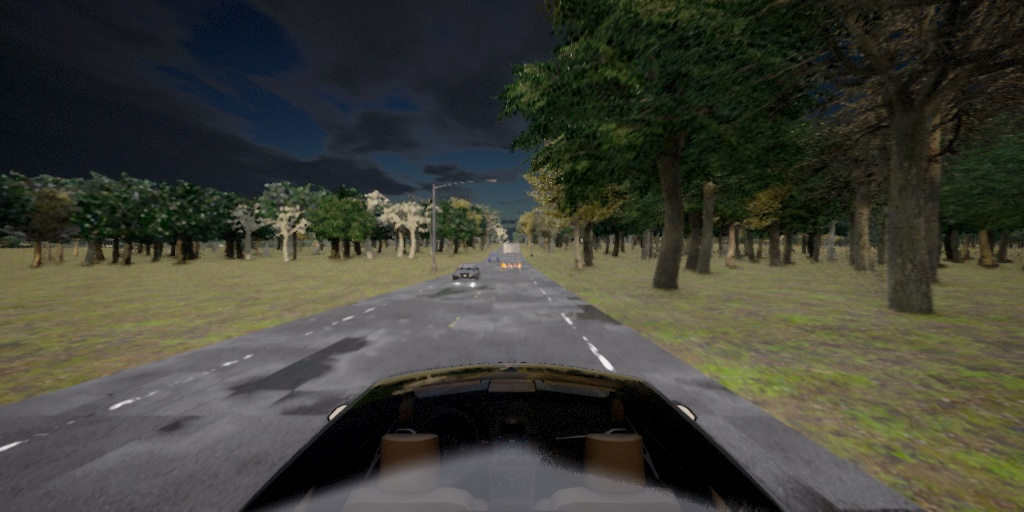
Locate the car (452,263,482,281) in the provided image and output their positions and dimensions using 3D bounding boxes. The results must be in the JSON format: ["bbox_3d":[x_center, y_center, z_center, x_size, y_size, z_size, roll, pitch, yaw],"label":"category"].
[{"bbox_3d":[-3.581,1.287,29.220,1.994,1.385,4.181,0,0,0],"label":"car"}]

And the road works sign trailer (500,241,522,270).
[{"bbox_3d":[-0.004,0.002,46.970,2.380,3.560,2.880,0,0,0],"label":"road works sign trailer"}]
